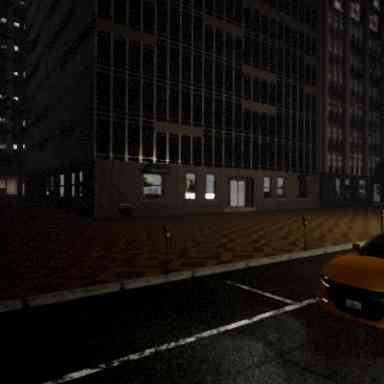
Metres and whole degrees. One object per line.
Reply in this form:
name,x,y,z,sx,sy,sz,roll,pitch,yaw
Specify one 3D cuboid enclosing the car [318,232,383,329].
car,4.549,1.477,6.624,5.008,1.535,1.882,0,0,-36
